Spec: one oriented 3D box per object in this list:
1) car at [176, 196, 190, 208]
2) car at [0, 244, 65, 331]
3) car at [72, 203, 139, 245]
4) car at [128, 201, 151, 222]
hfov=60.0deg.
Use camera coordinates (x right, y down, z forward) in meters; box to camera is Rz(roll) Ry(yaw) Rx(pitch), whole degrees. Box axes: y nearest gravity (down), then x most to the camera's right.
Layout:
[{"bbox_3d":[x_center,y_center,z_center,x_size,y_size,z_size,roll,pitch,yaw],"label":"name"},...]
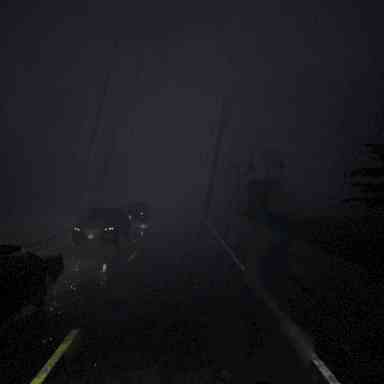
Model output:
[{"bbox_3d":[-1.277,1.368,47.323,1.882,1.535,5.008,0,0,-2],"label":"car"},{"bbox_3d":[-3.727,1.606,5.223,1.895,1.301,4.718,0,0,-2],"label":"car"},{"bbox_3d":[-4.023,1.475,15.484,2.128,1.511,4.902,0,0,-2],"label":"car"},{"bbox_3d":[-4.290,1.467,25.832,1.837,1.490,4.892,0,0,-1],"label":"car"}]
